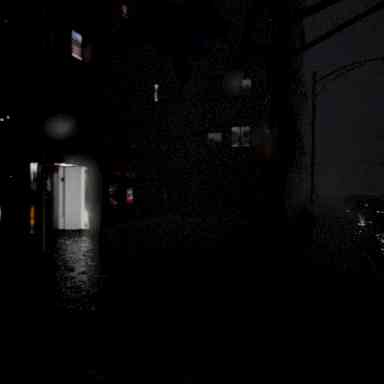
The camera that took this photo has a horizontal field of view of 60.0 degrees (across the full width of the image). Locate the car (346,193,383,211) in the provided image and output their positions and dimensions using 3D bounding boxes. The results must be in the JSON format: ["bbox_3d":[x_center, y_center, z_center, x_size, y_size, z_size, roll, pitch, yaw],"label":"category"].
[{"bbox_3d":[15.524,0.938,30.012,2.128,1.511,4.902,1,1,21],"label":"car"}]

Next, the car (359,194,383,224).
[{"bbox_3d":[11.862,1.090,20.339,2.128,1.511,4.902,1,1,21],"label":"car"}]

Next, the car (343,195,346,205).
[{"bbox_3d":[19.283,0.857,39.856,1.994,1.385,4.181,1,1,22],"label":"car"}]

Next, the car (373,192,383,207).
[{"bbox_3d":[21.878,0.841,37.514,1.882,1.535,5.008,1,1,21],"label":"car"}]
